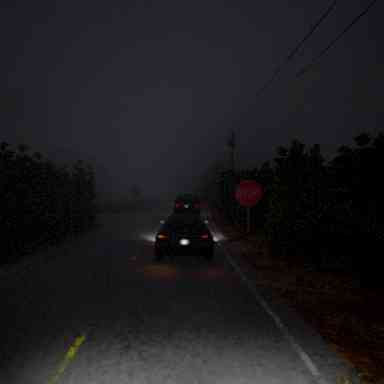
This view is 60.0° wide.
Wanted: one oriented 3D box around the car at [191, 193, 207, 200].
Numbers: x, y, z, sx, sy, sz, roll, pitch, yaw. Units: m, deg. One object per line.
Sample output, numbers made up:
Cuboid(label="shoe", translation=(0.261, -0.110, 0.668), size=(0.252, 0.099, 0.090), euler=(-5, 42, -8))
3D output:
Cuboid(label="car", translation=(1.723, 1.120, 83.766), size=(2.097, 1.767, 4.553), euler=(0, 0, -26))

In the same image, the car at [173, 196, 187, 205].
Cuboid(label="car", translation=(-2.062, 1.429, 59.234), size=(2.033, 1.411, 5.357), euler=(0, 0, 4))

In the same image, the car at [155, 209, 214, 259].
Cuboid(label="car", translation=(-0.280, 1.538, 12.435), size=(1.994, 1.385, 4.181), euler=(0, 0, -1))

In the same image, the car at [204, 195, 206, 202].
Cuboid(label="car", translation=(2.010, 1.394, 73.708), size=(1.994, 1.385, 4.181), euler=(0, 0, 3))

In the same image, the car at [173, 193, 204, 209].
Cuboid(label="car", translation=(-0.333, 1.167, 27.850), size=(2.150, 2.045, 5.566), euler=(0, 0, 2))

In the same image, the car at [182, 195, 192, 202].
Cuboid(label="car", translation=(-1.150, 1.437, 74.498), size=(1.895, 1.301, 4.718), euler=(0, 0, 3))
